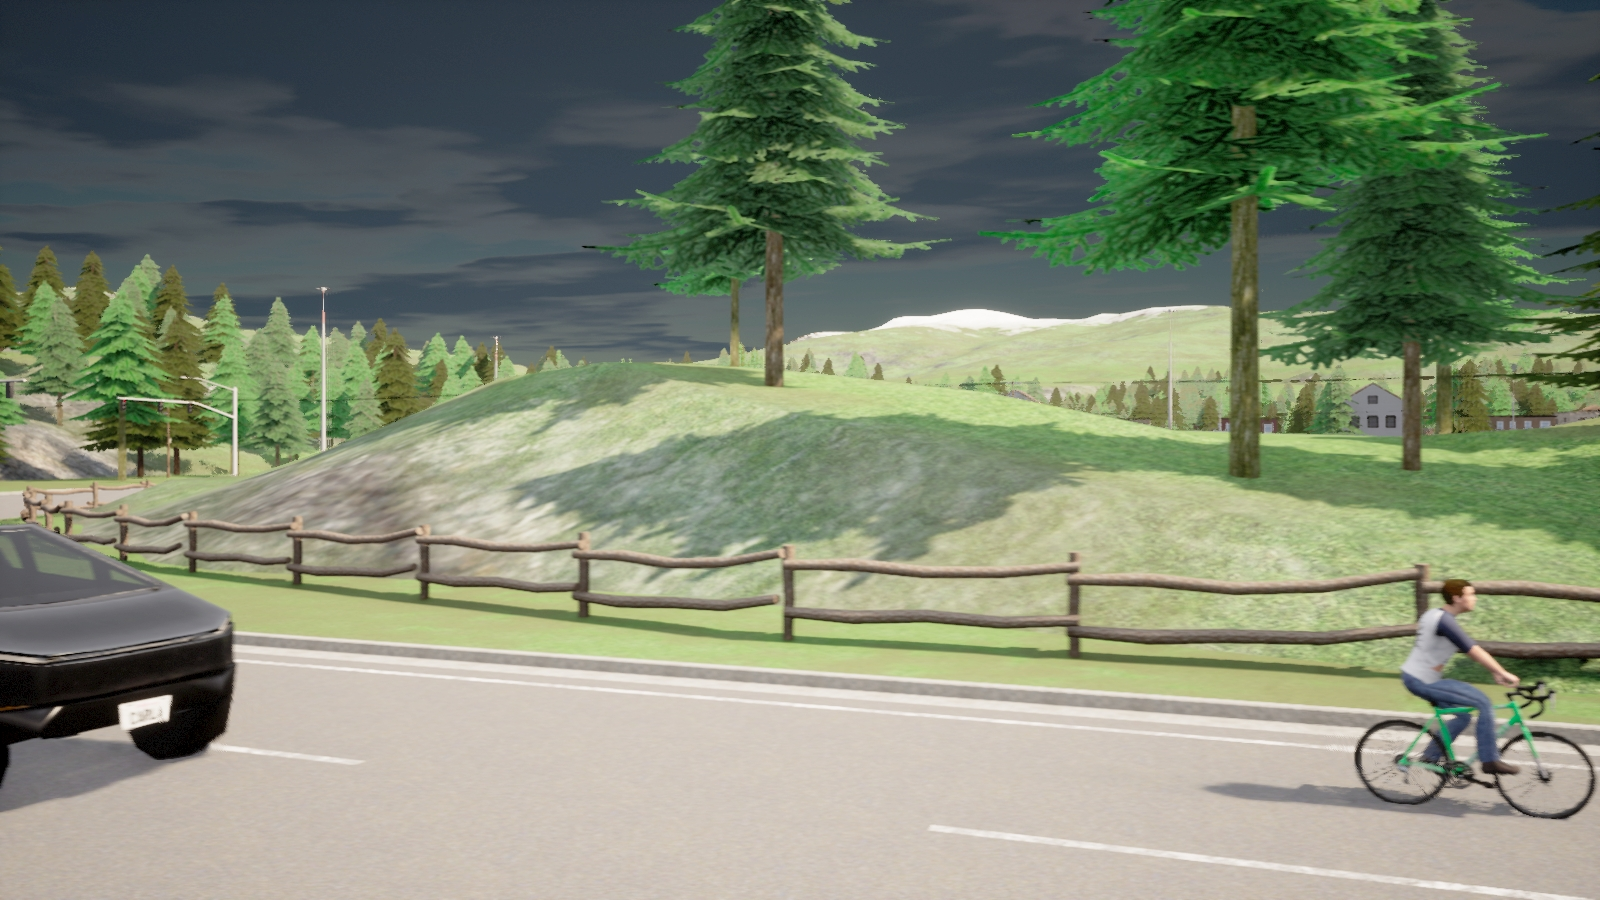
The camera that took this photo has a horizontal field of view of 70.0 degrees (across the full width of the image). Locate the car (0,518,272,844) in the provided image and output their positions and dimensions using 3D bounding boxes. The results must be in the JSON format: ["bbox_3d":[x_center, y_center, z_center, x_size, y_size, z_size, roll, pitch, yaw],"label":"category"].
[{"bbox_3d":[-8.083,1.750,10.430,6.274,2.098,2.390,0,0,24],"label":"car"}]

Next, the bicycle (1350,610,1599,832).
[{"bbox_3d":[5.203,2.057,8.860,1.643,1.496,0.373,1,0,20],"label":"bicycle"}]
